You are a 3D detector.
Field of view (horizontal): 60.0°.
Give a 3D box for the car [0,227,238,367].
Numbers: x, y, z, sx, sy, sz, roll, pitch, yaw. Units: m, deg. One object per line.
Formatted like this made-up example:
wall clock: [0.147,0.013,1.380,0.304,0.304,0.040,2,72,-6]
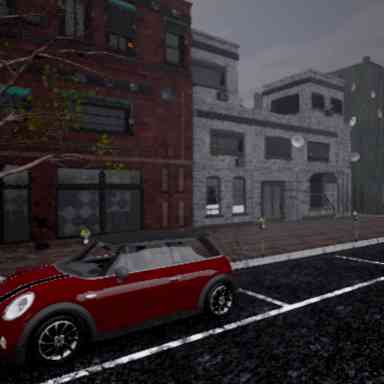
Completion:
car: [-1.217,1.438,5.696,4.097,1.590,1.967,0,0,-35]
